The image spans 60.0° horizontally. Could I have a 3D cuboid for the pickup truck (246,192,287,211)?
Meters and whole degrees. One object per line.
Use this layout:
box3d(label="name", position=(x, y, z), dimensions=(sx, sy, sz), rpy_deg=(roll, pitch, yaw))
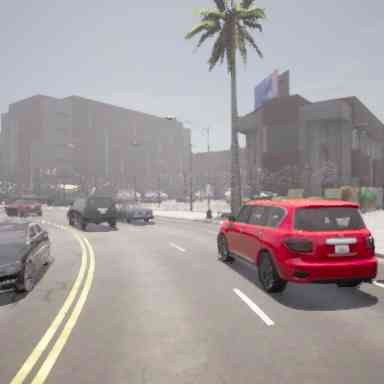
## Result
box3d(label="pickup truck", position=(9.183, 1.047, 40.653), dimensions=(2.390, 2.098, 6.274), rpy_deg=(0, 0, 38))

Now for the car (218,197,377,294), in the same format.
box3d(label="car", position=(2.372, 1.209, 9.081), dimensions=(2.150, 2.045, 5.566), rpy_deg=(0, 0, -12))

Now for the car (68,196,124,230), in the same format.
box3d(label="car", position=(-6.713, 1.292, 22.163), dimensions=(2.150, 2.045, 5.566), rpy_deg=(0, 0, -31))

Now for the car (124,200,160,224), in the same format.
box3d(label="car", position=(-4.855, 1.605, 25.819), dimensions=(2.033, 1.411, 5.357), rpy_deg=(0, 0, -35))

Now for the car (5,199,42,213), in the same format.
box3d(label="car", position=(-17.015, 1.512, 33.553), dimensions=(4.553, 1.767, 2.097), rpy_deg=(0, 0, 41))

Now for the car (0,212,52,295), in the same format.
box3d(label="car", position=(-4.947, 1.537, 8.748), dimensions=(2.128, 1.511, 4.902), rpy_deg=(0, 0, -15))
